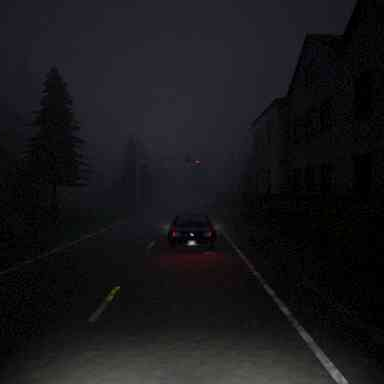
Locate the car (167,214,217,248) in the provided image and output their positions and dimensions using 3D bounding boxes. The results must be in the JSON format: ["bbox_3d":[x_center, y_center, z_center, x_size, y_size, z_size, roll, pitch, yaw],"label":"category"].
[{"bbox_3d":[0.000,1.614,14.680,1.895,1.301,4.718,0,0,0],"label":"car"}]

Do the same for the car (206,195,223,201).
[{"bbox_3d":[5.735,1.522,85.803,1.812,1.442,4.674,0,0,44],"label":"car"}]

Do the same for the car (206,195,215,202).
[{"bbox_3d":[5.165,1.461,79.575,1.882,1.535,5.008,0,0,35],"label":"car"}]
